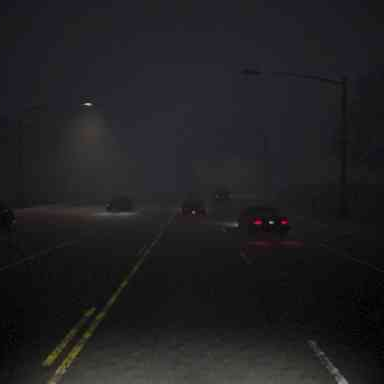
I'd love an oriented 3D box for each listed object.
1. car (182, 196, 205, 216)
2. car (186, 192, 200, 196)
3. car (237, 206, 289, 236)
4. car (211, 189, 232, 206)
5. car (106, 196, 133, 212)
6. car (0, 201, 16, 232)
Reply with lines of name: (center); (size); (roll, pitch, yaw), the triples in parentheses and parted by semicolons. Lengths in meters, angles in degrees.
car: (0.129, 1.307, 28.851); (1.895, 1.301, 4.718); (0, 1, 0)
car: (0.150, 0.683, 48.523); (1.882, 1.535, 5.008); (0, 2, 0)
car: (3.618, 1.426, 17.667); (2.033, 1.411, 5.357); (0, 1, 0)
car: (3.643, 0.619, 41.570); (2.150, 2.045, 5.566); (0, 1, 0)
car: (-7.041, 1.148, 32.787); (1.812, 1.442, 4.674); (0, 1, 0)
car: (-10.580, 1.247, 16.100); (2.097, 1.767, 4.553); (0, 1, 0)
